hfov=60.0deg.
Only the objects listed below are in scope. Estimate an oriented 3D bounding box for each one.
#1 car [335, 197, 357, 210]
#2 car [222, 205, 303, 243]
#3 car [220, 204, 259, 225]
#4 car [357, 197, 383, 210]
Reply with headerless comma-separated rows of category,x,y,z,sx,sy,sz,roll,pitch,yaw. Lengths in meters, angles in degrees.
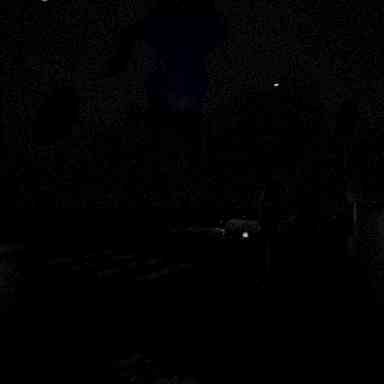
car,18.892,1.288,40.508,1.882,1.535,5.008,0,0,38
car,3.555,1.463,15.507,1.895,1.301,4.718,0,0,37
car,3.470,1.408,20.275,1.994,1.385,4.181,0,0,37
car,21.059,1.305,38.571,2.128,1.511,4.902,0,0,37
